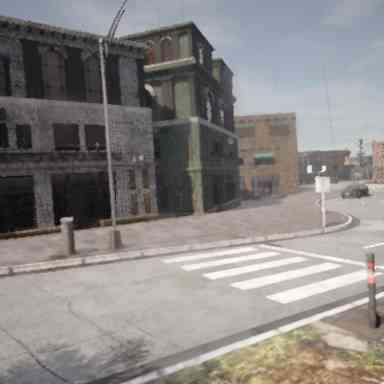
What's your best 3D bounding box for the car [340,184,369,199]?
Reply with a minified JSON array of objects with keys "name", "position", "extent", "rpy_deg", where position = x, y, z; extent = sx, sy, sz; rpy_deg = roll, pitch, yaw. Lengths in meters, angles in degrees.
[{"name":"car","position":[18.159,-0.119,36.984],"extent":[1.837,1.490,4.892],"rpy_deg":[-1,3,44]}]
